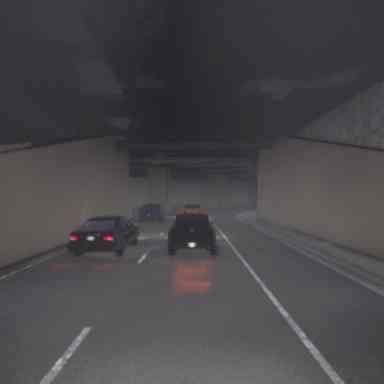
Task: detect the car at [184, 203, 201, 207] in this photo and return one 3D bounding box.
[{"bbox_3d":[0.037,1.752,29.475,1.882,1.535,5.008,0,0,1],"label":"car"}]

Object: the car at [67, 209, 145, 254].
[{"bbox_3d":[-3.497,1.678,13.987,2.033,1.411,5.357,0,0,0],"label":"car"}]

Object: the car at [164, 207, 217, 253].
[{"bbox_3d":[0.005,1.641,14.306,1.837,1.490,4.892,0,0,0],"label":"car"}]

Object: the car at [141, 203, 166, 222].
[{"bbox_3d":[-3.462,1.752,29.473,1.882,1.535,5.008,0,0,1],"label":"car"}]
